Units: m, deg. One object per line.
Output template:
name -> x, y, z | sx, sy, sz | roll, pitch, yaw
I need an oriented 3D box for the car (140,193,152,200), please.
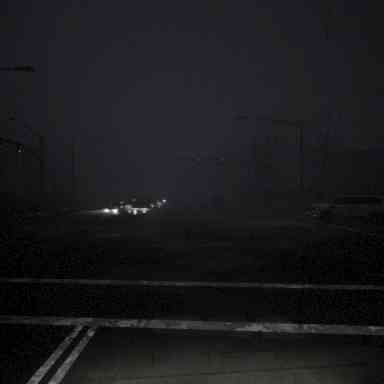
car -> -10.289, 0.948, 75.174 | 2.033, 1.411, 5.357 | 0, 1, 0

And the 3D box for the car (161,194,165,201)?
car -> -6.819, 1.210, 64.830 | 1.895, 1.301, 4.718 | 0, 1, 0

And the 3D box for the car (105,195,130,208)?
car -> -10.400, 1.369, 45.410 | 2.128, 1.511, 4.902 | 0, 1, 1

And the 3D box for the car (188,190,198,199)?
car -> 0.215, 0.604, 76.582 | 2.150, 2.045, 5.566 | 0, 1, 0

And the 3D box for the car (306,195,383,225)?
car -> 11.151, 1.221, 23.832 | 5.566, 2.045, 2.150 | 1, 0, 6

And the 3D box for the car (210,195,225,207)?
car -> 3.738, 1.179, 49.412 | 2.097, 1.767, 4.553 | 0, 1, 0

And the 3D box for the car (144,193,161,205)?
car -> -6.849, 1.305, 55.253 | 2.033, 1.411, 5.357 | 0, 1, 0

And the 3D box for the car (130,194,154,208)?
car -> -6.898, 1.431, 46.022 | 1.994, 1.385, 4.181 | 0, 1, 1

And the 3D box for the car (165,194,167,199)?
car -> -6.789, 1.003, 75.178 | 1.895, 1.301, 4.718 | 0, 1, 0

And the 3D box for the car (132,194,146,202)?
car -> -10.320, 1.179, 64.556 | 1.994, 1.385, 4.181 | 0, 1, 0
